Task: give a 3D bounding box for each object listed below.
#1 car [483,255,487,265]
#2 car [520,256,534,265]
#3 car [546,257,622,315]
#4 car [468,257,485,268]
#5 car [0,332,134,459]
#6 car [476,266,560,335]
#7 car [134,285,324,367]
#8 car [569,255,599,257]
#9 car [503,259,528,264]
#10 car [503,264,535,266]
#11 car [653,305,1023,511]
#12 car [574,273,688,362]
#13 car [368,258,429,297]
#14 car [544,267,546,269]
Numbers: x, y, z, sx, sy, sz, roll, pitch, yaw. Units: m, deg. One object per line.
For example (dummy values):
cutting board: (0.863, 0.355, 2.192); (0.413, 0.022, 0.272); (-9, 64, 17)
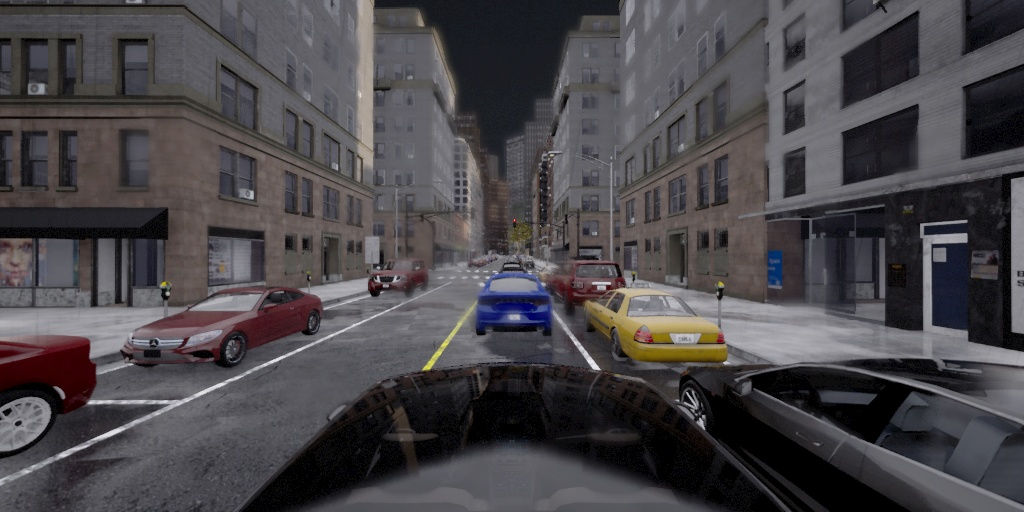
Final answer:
car: (-5.869, 1.001, 62.038); (1.967, 1.591, 4.097); (0, 0, 0)
car: (2.666, 1.142, 56.622); (2.007, 1.370, 4.403); (0, 0, 0)
car: (2.742, 1.057, 13.410); (2.192, 1.841, 5.009); (0, 0, 0)
car: (-5.859, 1.137, 56.613); (1.888, 1.381, 4.507); (0, 0, 0)
car: (-5.764, 1.296, 2.295); (1.888, 1.381, 4.507); (0, 0, 0)
car: (0.034, 1.224, 10.499); (1.882, 1.535, 5.008); (0, 0, -1)
car: (-5.773, 1.330, 7.847); (1.802, 1.307, 4.207); (0, 0, 0)
car: (7.041, 0.883, 39.692); (5.566, 2.045, 2.150); (0, 0, 0)
car: (0.003, 1.220, 26.930); (1.837, 1.490, 4.892); (0, 0, 0)
car: (0.065, 1.300, 18.017); (1.994, 1.385, 4.181); (0, 0, 0)
car: (2.761, 1.316, 2.303); (1.948, 1.339, 4.313); (0, 0, 0)
car: (2.752, 1.273, 8.025); (1.751, 1.417, 4.829); (0, 0, 0)
car: (-5.793, 1.049, 18.953); (2.192, 1.841, 5.009); (0, 0, 0)
car: (2.732, 1.316, 18.961); (1.802, 1.307, 4.207); (0, 0, 0)
